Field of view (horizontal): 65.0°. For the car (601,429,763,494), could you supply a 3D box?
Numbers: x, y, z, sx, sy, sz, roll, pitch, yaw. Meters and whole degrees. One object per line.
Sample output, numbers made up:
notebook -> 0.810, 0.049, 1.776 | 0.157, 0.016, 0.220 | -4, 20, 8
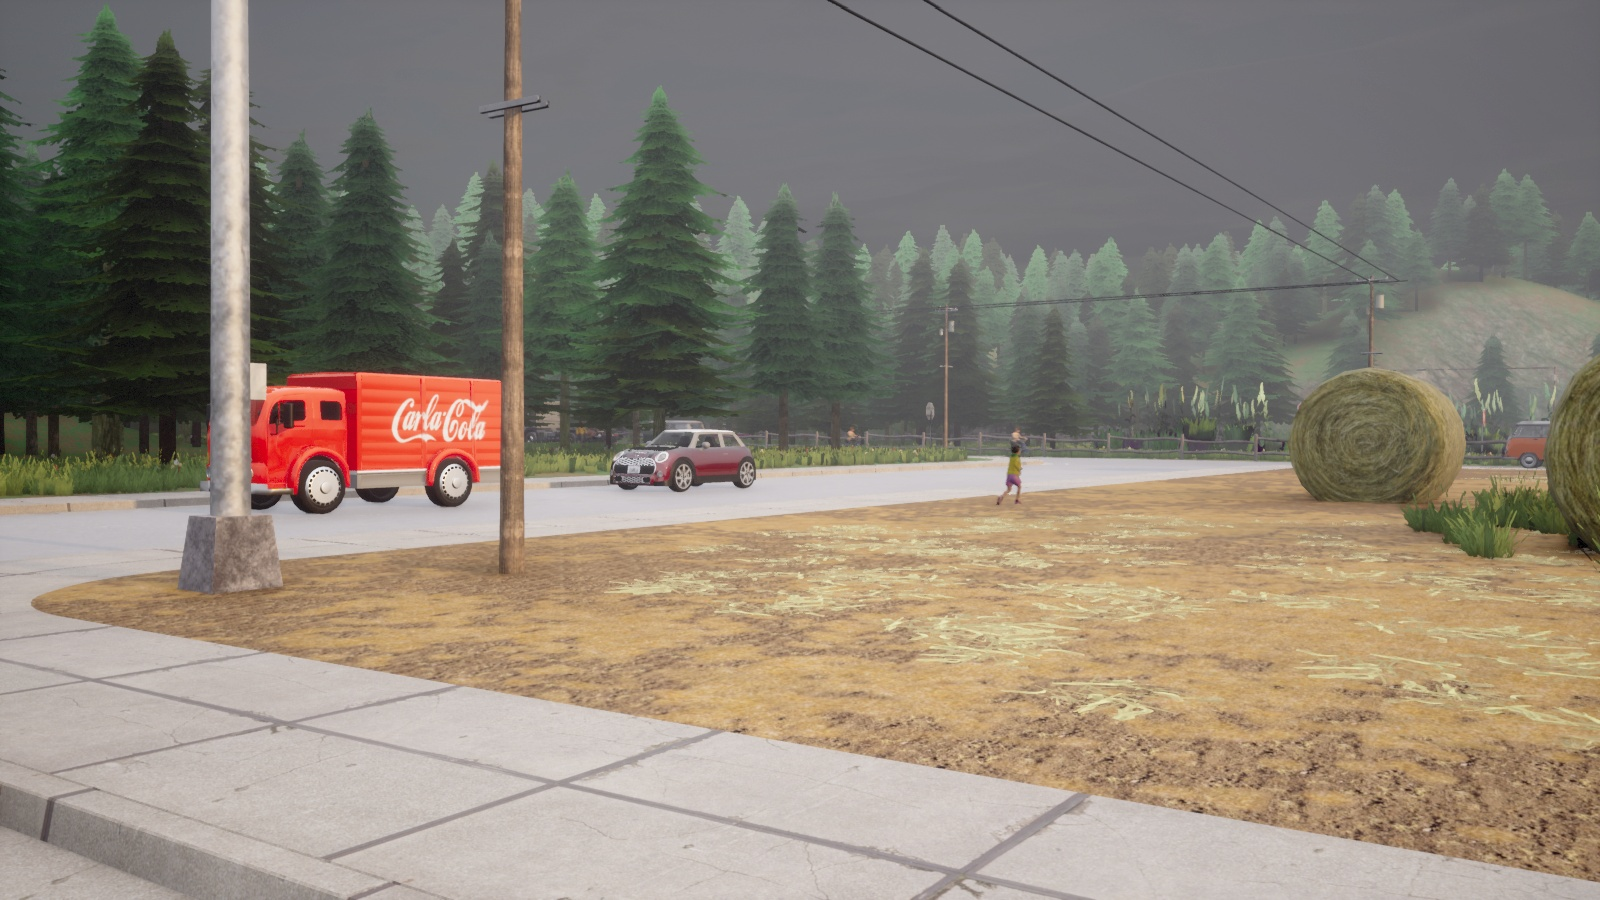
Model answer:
car -> -2.831, 0.238, 30.845 | 1.970, 1.475, 3.806 | 0, 1, 35

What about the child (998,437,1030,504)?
child -> 3.764, 0.358, 22.122 | 0.473, 1.160, 0.299 | -1, 1, -38

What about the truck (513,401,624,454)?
truck -> -16.096, -1.525, 87.022 | 7.936, 3.462, 2.891 | 0, 1, 36

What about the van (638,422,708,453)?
van -> -8.265, -0.792, 81.391 | 4.442, 1.987, 1.775 | 0, 1, 36

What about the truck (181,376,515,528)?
truck -> -8.144, -0.019, 23.156 | 2.627, 2.467, 5.204 | 0, 1, 35

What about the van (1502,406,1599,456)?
van -> 31.442, -0.776, 51.510 | 4.442, 1.987, 1.775 | 0, 1, 37
